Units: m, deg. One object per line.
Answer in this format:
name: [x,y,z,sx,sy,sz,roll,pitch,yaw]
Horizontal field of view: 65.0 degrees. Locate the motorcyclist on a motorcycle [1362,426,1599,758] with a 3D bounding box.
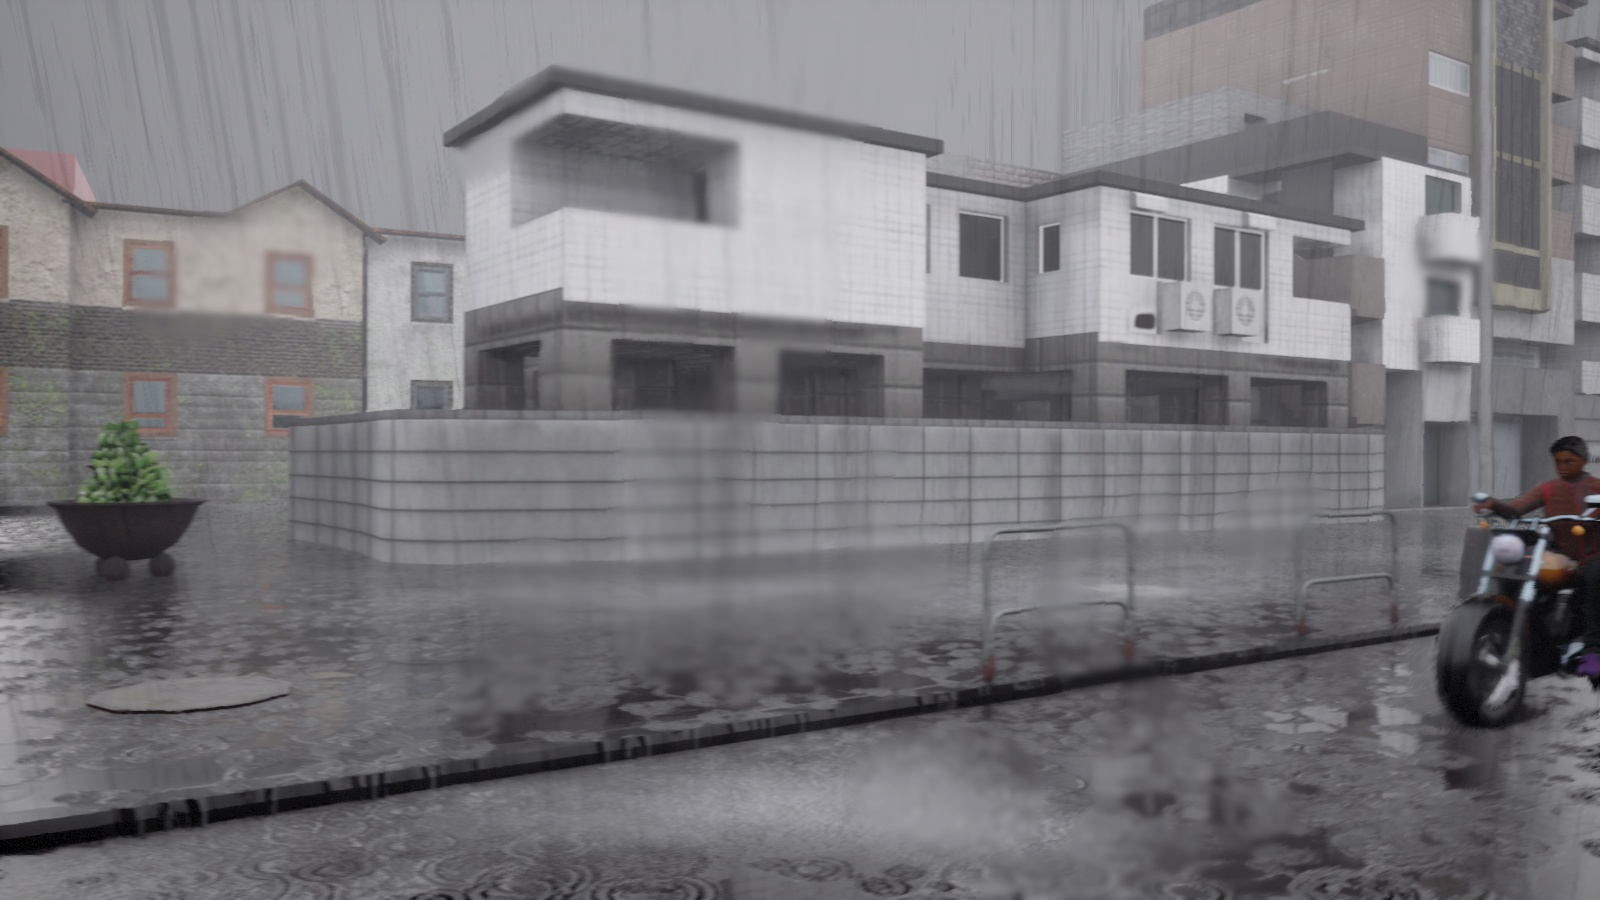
motorcyclist on a motorcycle: [4.269,0.704,7.240,2.350,1.649,0.766,0,0,-35]
